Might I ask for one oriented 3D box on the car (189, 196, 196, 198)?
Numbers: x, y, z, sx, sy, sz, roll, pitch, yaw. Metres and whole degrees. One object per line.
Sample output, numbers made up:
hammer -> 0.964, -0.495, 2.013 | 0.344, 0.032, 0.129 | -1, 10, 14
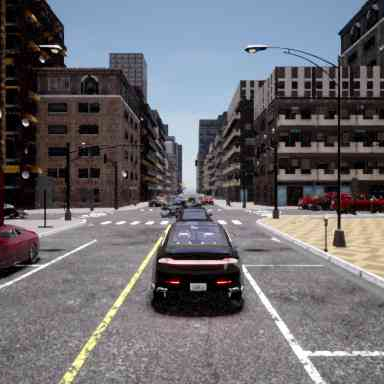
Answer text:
car -> 0.103, 1.586, 77.301 | 1.994, 1.385, 4.181 | 0, 0, 0

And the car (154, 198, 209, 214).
car -> -0.862, 1.527, 29.406 | 1.812, 1.442, 4.674 | -2, 0, 38

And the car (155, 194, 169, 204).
car -> -5.610, 1.337, 62.588 | 2.192, 1.841, 5.009 | 0, 0, 0

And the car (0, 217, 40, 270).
car -> -5.730, 1.582, 9.199 | 1.802, 1.307, 4.206 | 0, 0, 0

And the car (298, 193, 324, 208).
car -> 14.608, 1.015, 37.512 | 5.009, 1.841, 2.192 | -1, 1, 0

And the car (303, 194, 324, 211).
car -> 14.607, 1.231, 34.941 | 4.674, 1.442, 1.812 | -2, 0, 0

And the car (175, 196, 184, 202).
car -> -2.898, 1.572, 79.039 | 2.033, 1.411, 5.357 | 0, 0, 0

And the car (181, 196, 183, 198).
car -> -3.005, 1.620, 58.103 | 1.895, 1.301, 4.718 | 0, 0, 0

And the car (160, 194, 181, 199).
car -> -3.003, 1.365, 48.170 | 2.097, 1.767, 4.553 | 0, 0, 0

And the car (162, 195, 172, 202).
car -> -5.595, 1.471, 73.953 | 1.967, 1.590, 4.097 | 0, 0, 0

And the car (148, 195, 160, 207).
car -> -5.624, 1.581, 51.223 | 1.947, 1.339, 4.313 | 0, 0, 0

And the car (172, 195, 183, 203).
car -> -2.919, 1.504, 68.470 | 1.882, 1.535, 5.008 | 0, 0, 0

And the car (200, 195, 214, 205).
car -> 2.763, 1.458, 56.897 | 1.967, 1.590, 4.097 | 0, 0, 0

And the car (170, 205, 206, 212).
car -> 0.121, 1.565, 17.020 | 1.994, 1.385, 4.181 | 0, 0, 0

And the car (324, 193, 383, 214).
car -> 14.731, 1.029, 29.134 | 5.009, 1.841, 2.192 | -1, 1, 0

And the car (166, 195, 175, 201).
car -> -5.580, 1.481, 85.318 | 1.967, 1.590, 4.097 | 0, 0, 0

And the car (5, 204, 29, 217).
car -> -18.130, 1.806, 31.496 | 4.902, 1.511, 2.128 | -1, 0, 0

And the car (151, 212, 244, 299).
car -> 0.113, 1.491, 8.405 | 2.128, 1.511, 4.902 | 0, 0, 0
